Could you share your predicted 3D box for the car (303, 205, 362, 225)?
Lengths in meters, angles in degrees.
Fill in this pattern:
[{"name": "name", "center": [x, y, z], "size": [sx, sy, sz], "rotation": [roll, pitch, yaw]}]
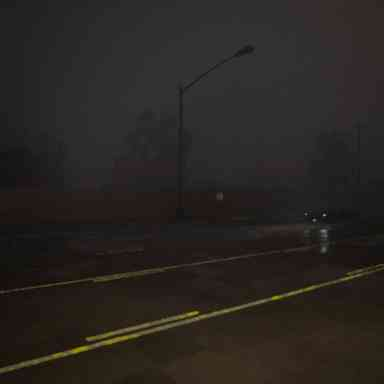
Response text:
[{"name": "car", "center": [10.239, 1.622, 24.160], "size": [4.718, 1.301, 1.895], "rotation": [0, 0, -35]}]
